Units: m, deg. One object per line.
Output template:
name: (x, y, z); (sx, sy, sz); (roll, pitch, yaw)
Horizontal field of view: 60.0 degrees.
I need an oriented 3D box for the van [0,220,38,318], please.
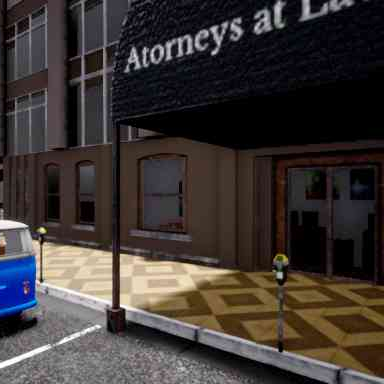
van: (-4.540, 1.341, 6.098); (3.998, 1.788, 1.690); (0, 0, 35)
